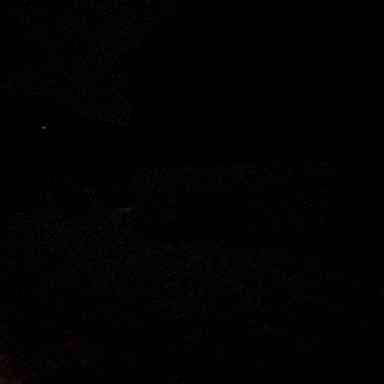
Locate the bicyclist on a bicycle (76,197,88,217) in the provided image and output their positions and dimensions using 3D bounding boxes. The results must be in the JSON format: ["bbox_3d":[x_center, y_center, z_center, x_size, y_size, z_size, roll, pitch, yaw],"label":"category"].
[{"bbox_3d":[-9.066,1.278,27.362,1.656,1.620,0.582,0,0,36],"label":"bicyclist on a bicycle"}]
